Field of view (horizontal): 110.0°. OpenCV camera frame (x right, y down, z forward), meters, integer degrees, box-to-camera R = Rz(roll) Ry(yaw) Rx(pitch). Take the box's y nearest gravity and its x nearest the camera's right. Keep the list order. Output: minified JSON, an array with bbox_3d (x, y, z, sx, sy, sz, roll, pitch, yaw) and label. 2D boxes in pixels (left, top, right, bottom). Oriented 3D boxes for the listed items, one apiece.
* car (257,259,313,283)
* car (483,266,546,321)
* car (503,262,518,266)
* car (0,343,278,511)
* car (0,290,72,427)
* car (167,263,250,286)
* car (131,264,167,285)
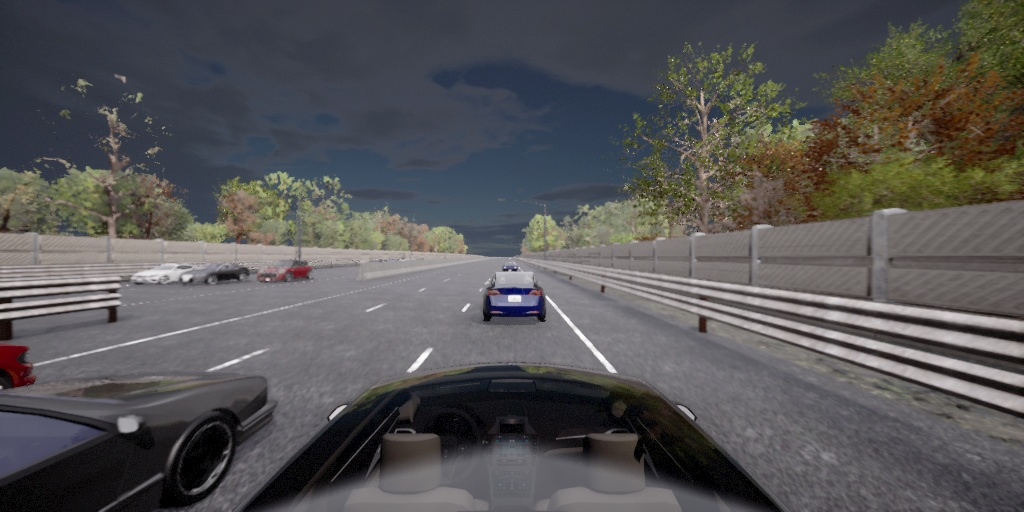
[{"bbox_3d":[-17.746,1.111,28.252,2.097,1.767,4.553,0,0,-1],"label":"car"},{"bbox_3d":[0.070,1.256,12.553,2.163,1.488,4.792,0,0,0],"label":"car"},{"bbox_3d":[-0.228,1.361,43.439,1.895,1.301,4.718,0,0,-1],"label":"car"},{"bbox_3d":[-3.400,1.298,1.300,2.033,1.411,5.357,0,0,0],"label":"car"},{"bbox_3d":[-6.905,1.229,2.350,1.882,1.535,5.008,0,0,0],"label":"car"},{"bbox_3d":[-21.219,1.252,25.780,2.128,1.511,4.902,0,0,-1],"label":"car"},{"bbox_3d":[-24.722,1.285,26.107,1.812,1.442,4.674,0,0,-1],"label":"car"}]
